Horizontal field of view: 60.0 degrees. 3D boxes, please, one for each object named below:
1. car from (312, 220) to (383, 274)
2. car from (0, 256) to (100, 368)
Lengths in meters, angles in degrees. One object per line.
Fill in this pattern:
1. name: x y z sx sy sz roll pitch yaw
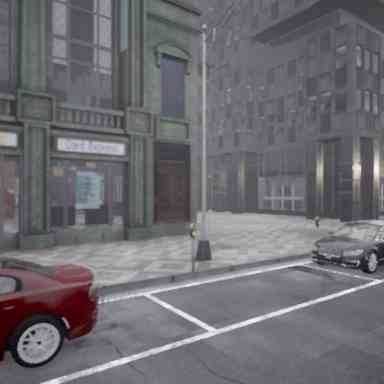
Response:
1. car: 5.642 1.614 10.680 4.403 1.369 2.008 0 0 -36
2. car: -3.477 1.542 4.171 4.507 1.381 1.887 0 0 -36
